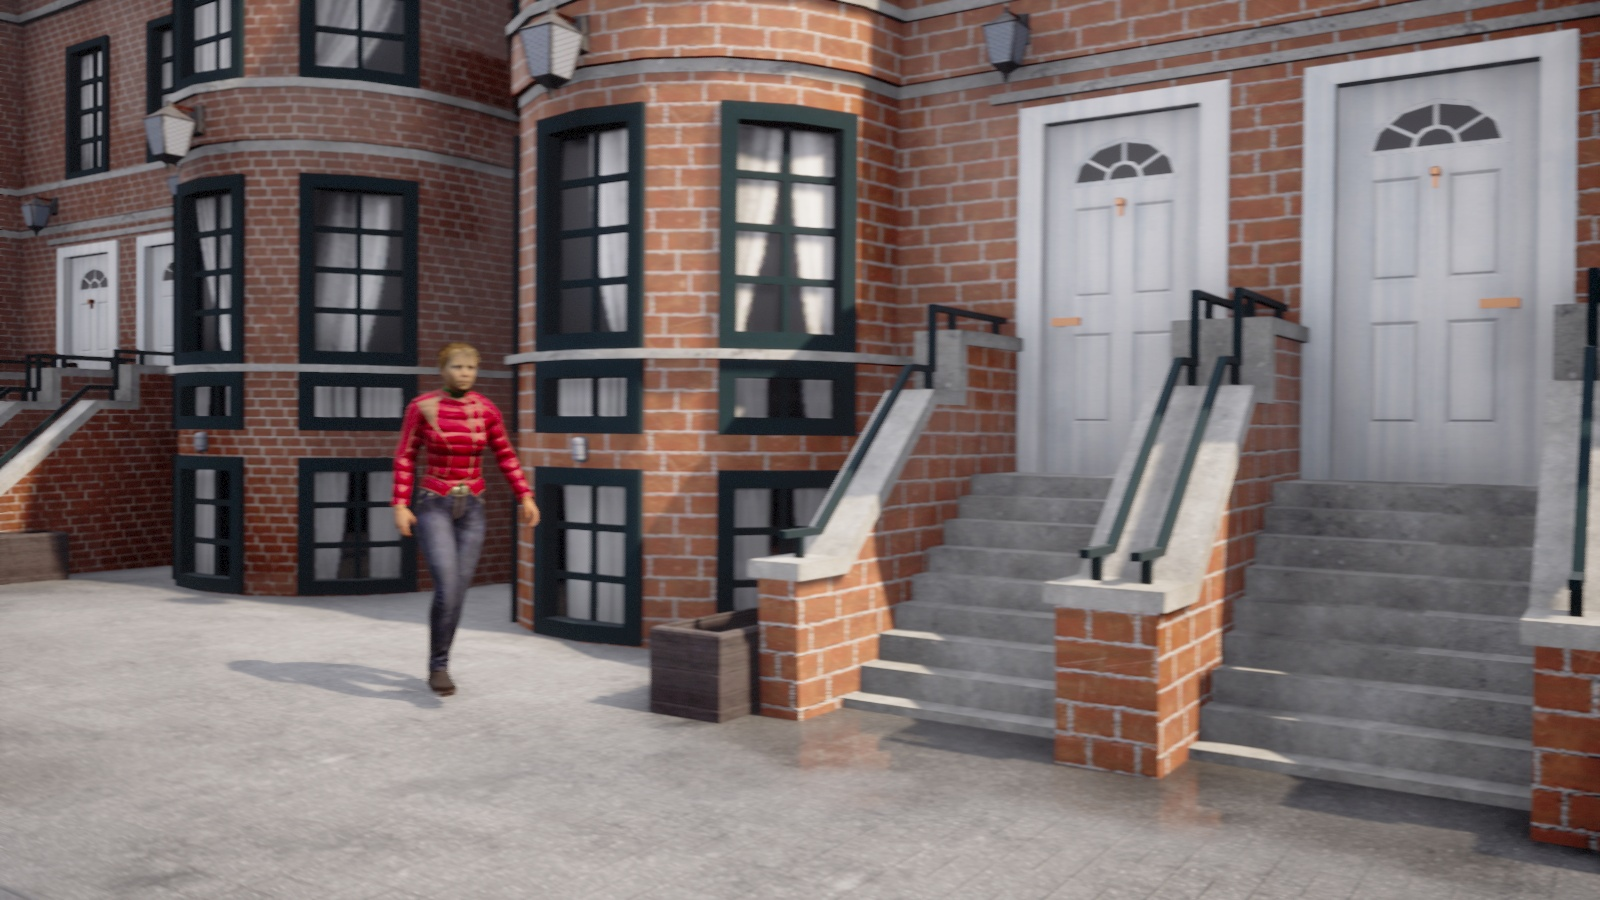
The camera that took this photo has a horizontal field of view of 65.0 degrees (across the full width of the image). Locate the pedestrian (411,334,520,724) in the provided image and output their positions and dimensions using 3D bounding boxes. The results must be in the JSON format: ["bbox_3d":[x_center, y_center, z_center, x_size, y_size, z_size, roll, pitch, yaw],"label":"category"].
[{"bbox_3d":[-1.685,0.370,6.303,0.331,1.846,0.636,-1,1,-32],"label":"pedestrian"}]
